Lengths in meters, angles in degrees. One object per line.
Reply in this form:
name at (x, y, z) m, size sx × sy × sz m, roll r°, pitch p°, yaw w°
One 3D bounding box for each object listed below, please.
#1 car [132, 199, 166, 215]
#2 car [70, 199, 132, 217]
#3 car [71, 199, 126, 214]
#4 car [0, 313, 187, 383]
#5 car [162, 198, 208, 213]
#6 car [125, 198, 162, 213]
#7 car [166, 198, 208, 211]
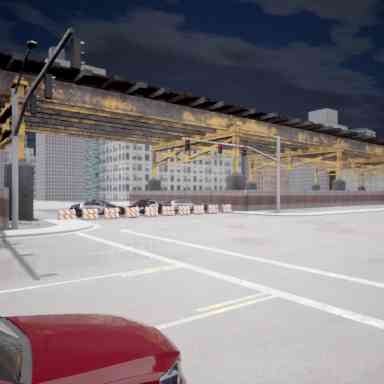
car at (-4.703, 1.453, 33.052) m, size 2.038 × 1.542 × 4.974 m, roll 0°, pitch 0°, yaw 18°
car at (-8.440, 1.453, 30.356) m, size 4.974 × 1.542 × 2.038 m, roll 0°, pitch 0°, yaw 8°
car at (-8.491, 1.295, 30.363) m, size 4.536 × 1.218 × 1.853 m, roll 0°, pitch 0°, yaw 8°
car at (-2.195, 1.526, 2.201) m, size 4.674 × 1.442 × 1.812 m, roll 0°, pitch 0°, yaw -35°
car at (-0.804, 1.453, 36.824) m, size 4.974 × 1.542 × 2.038 m, roll 0°, pitch 0°, yaw -7°
car at (-4.687, 1.295, 33.102) m, size 1.853 × 1.218 × 4.536 m, roll 0°, pitch 0°, yaw 18°
car at (-0.855, 1.295, 36.817) m, size 4.536 × 1.218 × 1.853 m, roll 0°, pitch 0°, yaw -7°
